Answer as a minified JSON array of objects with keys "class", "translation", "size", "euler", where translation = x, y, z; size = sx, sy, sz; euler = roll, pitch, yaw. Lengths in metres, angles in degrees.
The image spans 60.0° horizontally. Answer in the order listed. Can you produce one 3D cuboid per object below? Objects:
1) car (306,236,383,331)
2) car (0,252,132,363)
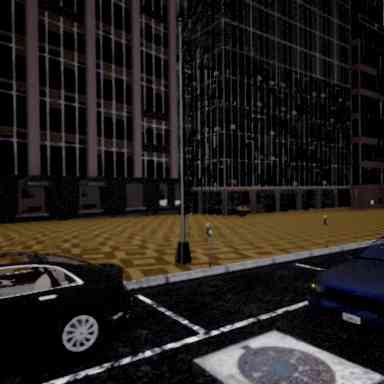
[{"class":"car","translation":[4.621,1.570,6.704],"size":[5.357,1.411,2.033],"euler":[0,0,-36]},{"class":"car","translation":[-2.985,1.563,4.427],"size":[4.403,1.369,2.008],"euler":[0,-1,-36]}]
